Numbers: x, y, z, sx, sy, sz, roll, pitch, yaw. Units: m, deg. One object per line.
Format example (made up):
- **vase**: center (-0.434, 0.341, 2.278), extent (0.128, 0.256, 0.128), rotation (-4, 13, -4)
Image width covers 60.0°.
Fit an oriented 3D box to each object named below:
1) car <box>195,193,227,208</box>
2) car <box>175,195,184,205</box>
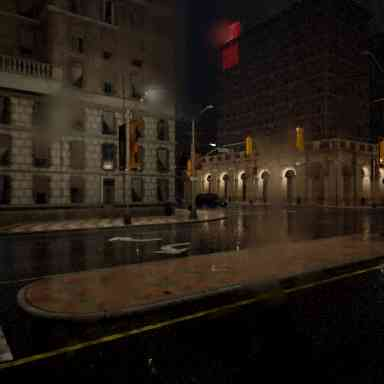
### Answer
- **car**: center (2.670, 1.221, 48.161), extent (2.150, 2.045, 5.566), rotation (0, 0, -35)
- **car**: center (-3.406, 1.351, 56.761), extent (2.097, 1.767, 4.553), rotation (0, 0, -35)
